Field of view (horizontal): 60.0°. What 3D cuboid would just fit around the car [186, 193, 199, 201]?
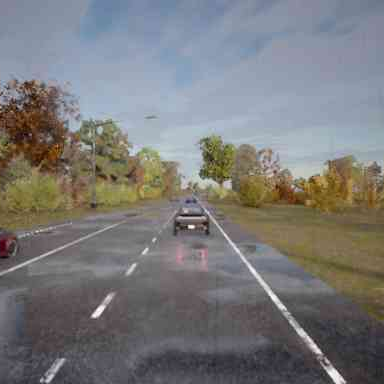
[{"bbox_3d":[-0.120,1.475,67.392,1.994,1.385,4.181,0,0,0],"label":"car"}]

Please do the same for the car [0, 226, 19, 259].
[{"bbox_3d":[-7.008,1.580,9.891,1.994,1.385,4.181,0,0,0],"label":"car"}]

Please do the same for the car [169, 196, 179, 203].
[{"bbox_3d":[-3.620,1.471,68.073,1.994,1.385,4.181,0,0,0],"label":"car"}]

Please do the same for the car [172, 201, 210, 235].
[{"bbox_3d":[-0.029,1.485,18.739,2.128,1.511,4.902,0,0,0],"label":"car"}]
